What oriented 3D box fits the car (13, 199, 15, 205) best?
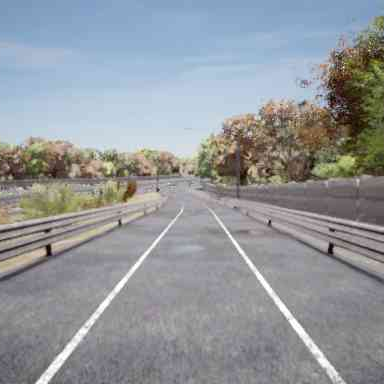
[{"bbox_3d":[-33.922,2.735,66.629,1.882,1.535,5.008,1,4,16],"label":"car"}]
